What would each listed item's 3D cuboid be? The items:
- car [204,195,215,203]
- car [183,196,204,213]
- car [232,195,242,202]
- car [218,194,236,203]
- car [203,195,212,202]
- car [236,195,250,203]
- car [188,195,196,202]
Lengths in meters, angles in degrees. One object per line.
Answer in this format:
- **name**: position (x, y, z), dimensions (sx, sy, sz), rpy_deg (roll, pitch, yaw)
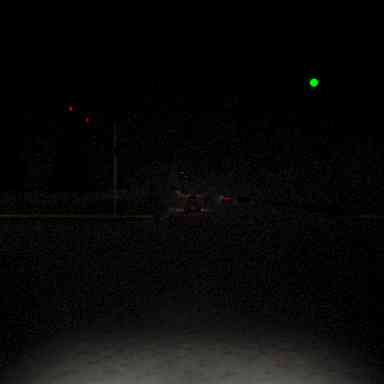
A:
- **car**: position (3.571, 1.530, 67.877), dimensions (1.837, 1.490, 4.892), rpy_deg (0, 0, 0)
- **car**: position (0.039, 1.495, 37.272), dimensions (1.882, 1.535, 5.008), rpy_deg (0, 0, 0)
- **car**: position (10.582, 1.470, 78.289), dimensions (1.812, 1.442, 4.674), rpy_deg (0, 0, 0)
- **car**: position (7.071, 1.534, 67.873), dimensions (2.128, 1.511, 4.902), rpy_deg (0, 0, 0)
- **car**: position (3.582, 1.446, 78.296), dimensions (1.837, 1.490, 4.892), rpy_deg (0, 0, 0)
- **car**: position (10.571, 1.504, 67.869), dimensions (1.882, 1.535, 5.008), rpy_deg (0, 0, 0)
- **car**: position (0.082, 1.446, 78.300), dimensions (1.837, 1.490, 4.892), rpy_deg (0, 0, 0)
